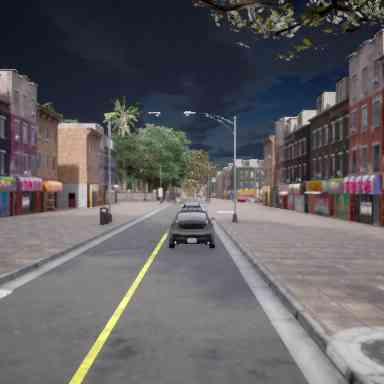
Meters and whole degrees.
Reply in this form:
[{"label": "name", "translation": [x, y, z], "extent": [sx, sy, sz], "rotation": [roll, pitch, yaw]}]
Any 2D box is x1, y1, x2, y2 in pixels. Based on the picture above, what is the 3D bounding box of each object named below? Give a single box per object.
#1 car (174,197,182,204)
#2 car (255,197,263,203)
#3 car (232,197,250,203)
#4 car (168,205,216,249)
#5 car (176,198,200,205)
[{"label": "car", "translation": [-2.752, 1.711, 68.131], "extent": [2.128, 1.511, 4.902], "rotation": [0, 0, 0]}, {"label": "car", "translation": [17.268, 1.940, 80.852], "extent": [4.097, 1.590, 1.967], "rotation": [1, 0, 0]}, {"label": "car", "translation": [11.834, 1.878, 80.853], "extent": [4.097, 1.590, 1.967], "rotation": [1, 0, 0]}, {"label": "car", "translation": [0.000, 1.530, 14.652], "extent": [1.837, 1.490, 4.892], "rotation": [0, 0, 0]}, {"label": "car", "translation": [0.000, 1.548, 29.654], "extent": [2.128, 1.511, 4.902], "rotation": [0, 0, 0]}]
